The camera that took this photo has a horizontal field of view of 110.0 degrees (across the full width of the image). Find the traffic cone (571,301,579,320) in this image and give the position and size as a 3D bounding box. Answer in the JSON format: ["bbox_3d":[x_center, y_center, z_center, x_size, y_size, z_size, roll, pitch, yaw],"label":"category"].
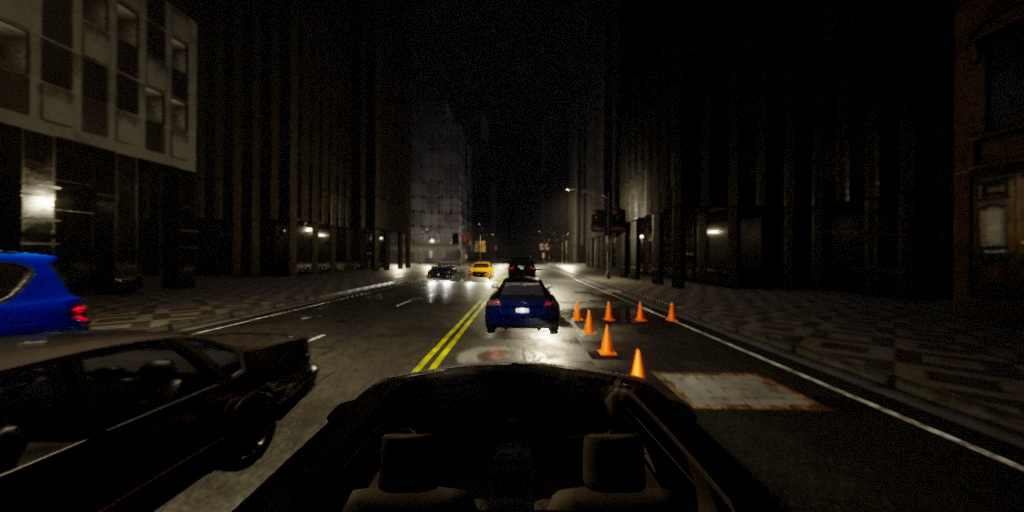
[{"bbox_3d":[2.091,1.734,11.500,0.340,0.580,0.340,0,0,2],"label":"traffic cone"}]

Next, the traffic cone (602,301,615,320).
[{"bbox_3d":[3.090,1.741,11.474,0.340,0.580,0.340,0,0,2],"label":"traffic cone"}]

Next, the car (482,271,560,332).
[{"bbox_3d":[0.312,1.329,10.931,1.994,1.385,4.181,0,0,2],"label":"car"}]

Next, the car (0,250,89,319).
[{"bbox_3d":[-6.615,0.927,2.333,2.150,2.045,5.566,0,0,1],"label":"car"}]

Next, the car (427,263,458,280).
[{"bbox_3d":[-5.868,1.315,30.812,1.994,1.385,4.181,0,0,2],"label":"car"}]

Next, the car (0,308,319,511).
[{"bbox_3d":[-3.373,1.275,2.106,2.033,1.411,5.357,0,0,2],"label":"car"}]

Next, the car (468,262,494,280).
[{"bbox_3d":[-2.606,1.252,31.231,1.882,1.535,5.008,0,0,2],"label":"car"}]

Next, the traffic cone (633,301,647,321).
[{"bbox_3d":[4.090,1.747,11.447,0.340,0.580,0.340,0,0,2],"label":"traffic cone"}]

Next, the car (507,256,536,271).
[{"bbox_3d":[0.800,1.016,29.362,2.150,2.045,5.566,0,0,2],"label":"car"}]

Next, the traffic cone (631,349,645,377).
[{"bbox_3d":[1.933,1.724,5.502,0.340,0.580,0.340,0,0,2],"label":"traffic cone"}]

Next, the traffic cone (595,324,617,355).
[{"bbox_3d":[1.986,1.727,7.501,0.340,0.580,0.340,0,0,2],"label":"traffic cone"}]

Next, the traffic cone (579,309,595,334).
[{"bbox_3d":[2.038,1.731,9.501,0.340,0.580,0.340,0,0,2],"label":"traffic cone"}]

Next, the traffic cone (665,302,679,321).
[{"bbox_3d":[5.090,1.754,11.421,0.340,0.580,0.340,0,0,2],"label":"traffic cone"}]
